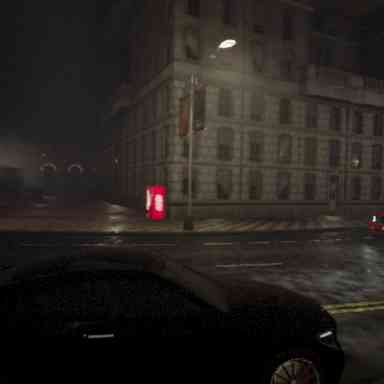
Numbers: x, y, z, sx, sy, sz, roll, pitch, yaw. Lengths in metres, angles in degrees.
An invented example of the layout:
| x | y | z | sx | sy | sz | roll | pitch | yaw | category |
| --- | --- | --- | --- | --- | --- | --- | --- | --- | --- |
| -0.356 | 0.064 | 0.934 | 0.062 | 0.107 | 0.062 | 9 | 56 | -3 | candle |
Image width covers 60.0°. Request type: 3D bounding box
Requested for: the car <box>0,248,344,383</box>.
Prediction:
| x | y | z | sx | sy | sz | roll | pitch | yaw | category |
| --- | --- | --- | --- | --- | --- | --- | --- | --- | --- |
| -0.666 | 1.432 | 3.836 | 4.674 | 1.442 | 1.812 | 1 | 1 | -9 | car |

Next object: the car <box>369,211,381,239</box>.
| x | y | z | sx | sy | sz | roll | pitch | yaw | category |
| --- | --- | --- | --- | --- | --- | --- | --- | --- | --- |
| 10.476 | 1.196 | 14.697 | 5.566 | 2.045 | 2.150 | 1 | 1 | -23 | car |

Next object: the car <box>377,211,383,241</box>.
| x | y | z | sx | sy | sz | roll | pitch | yaw | category |
| --- | --- | --- | --- | --- | --- | --- | --- | --- | --- |
| 8.473 | 1.495 | 10.161 | 4.902 | 1.511 | 2.128 | 1 | 1 | -21 | car |
